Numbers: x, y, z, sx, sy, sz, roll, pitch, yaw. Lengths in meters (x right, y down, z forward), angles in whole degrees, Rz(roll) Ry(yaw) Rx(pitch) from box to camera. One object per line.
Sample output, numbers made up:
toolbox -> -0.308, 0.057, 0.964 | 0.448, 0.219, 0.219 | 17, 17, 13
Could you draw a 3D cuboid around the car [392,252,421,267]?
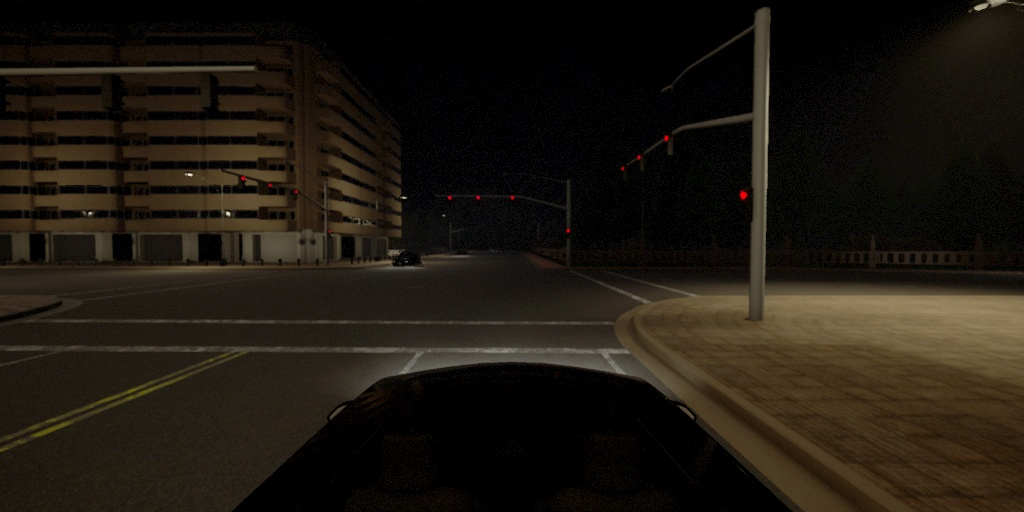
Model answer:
car -> -10.484, 0.344, 35.981 | 1.837, 1.490, 4.892 | 0, 3, 0
